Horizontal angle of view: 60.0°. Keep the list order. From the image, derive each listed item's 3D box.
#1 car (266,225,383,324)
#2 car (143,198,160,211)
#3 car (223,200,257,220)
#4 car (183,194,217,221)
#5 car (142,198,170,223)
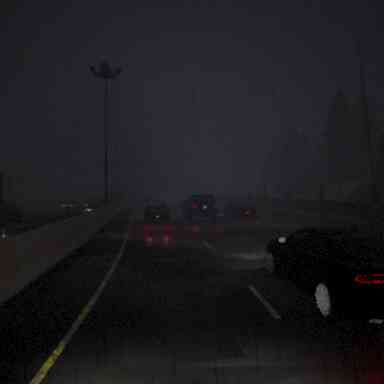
[{"bbox_3d":[3.121,1.463,7.308,1.882,1.535,5.008,0,0,-4],"label":"car"},{"bbox_3d":[-5.280,1.526,42.545,2.033,1.411,5.357,0,0,-9],"label":"car"},{"bbox_3d":[3.944,1.443,28.152,1.882,1.535,5.008,0,0,-8],"label":"car"},{"bbox_3d":[0.565,1.197,27.110,2.150,2.045,5.566,0,0,-8],"label":"car"},{"bbox_3d":[-2.711,1.476,25.292,2.128,1.511,4.902,0,0,-8],"label":"car"}]
